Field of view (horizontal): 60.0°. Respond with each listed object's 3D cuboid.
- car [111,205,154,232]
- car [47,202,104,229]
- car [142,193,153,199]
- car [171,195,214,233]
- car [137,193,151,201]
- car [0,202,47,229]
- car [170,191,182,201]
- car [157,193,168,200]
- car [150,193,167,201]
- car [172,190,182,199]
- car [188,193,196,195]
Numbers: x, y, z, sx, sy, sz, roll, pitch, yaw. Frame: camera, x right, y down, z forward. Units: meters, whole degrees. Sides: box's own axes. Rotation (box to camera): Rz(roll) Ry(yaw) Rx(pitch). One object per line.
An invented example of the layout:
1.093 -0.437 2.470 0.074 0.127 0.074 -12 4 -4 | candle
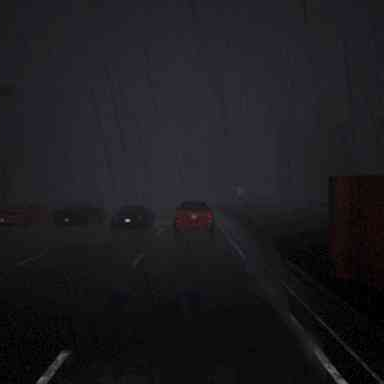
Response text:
-3.401 1.467 19.558 1.994 1.385 4.181 0 0 0 | car
-6.902 1.375 20.782 1.882 1.535 5.008 0 0 0 | car
-10.507 0.917 79.059 1.882 1.535 5.008 0 0 0 | car
0.098 1.259 18.931 2.097 1.767 4.553 0 0 0 | car
-10.506 1.205 70.420 1.994 1.385 4.181 0 0 0 | car
-10.402 1.375 20.778 1.882 1.535 5.008 0 0 0 | car
-3.506 1.004 69.412 2.097 1.767 4.553 0 0 0 | car
-7.007 0.965 79.056 2.128 1.511 4.902 0 0 0 | car
-7.006 1.251 70.133 1.895 1.301 4.718 0 0 0 | car
-3.507 0.665 79.097 2.150 2.045 5.566 0 0 0 | car
-0.006 1.205 70.357 1.994 1.385 4.181 0 0 0 | car
